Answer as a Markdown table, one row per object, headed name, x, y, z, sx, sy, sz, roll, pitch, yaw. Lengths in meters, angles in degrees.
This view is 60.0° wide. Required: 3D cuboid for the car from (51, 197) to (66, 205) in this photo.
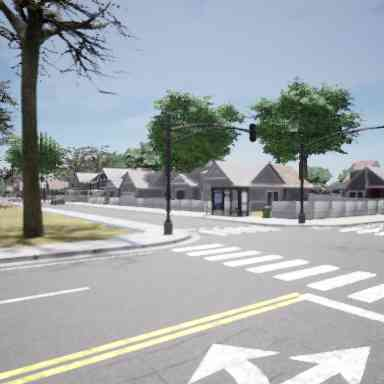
| name | x | y | z | sx | sy | sz | roll | pitch | yaw |
| --- | --- | --- | --- | --- | --- | --- | --- | --- | --- |
| car | -25.029 | 1.669 | 62.271 | 1.812 | 1.442 | 4.674 | 0 | 0 | -35 |
